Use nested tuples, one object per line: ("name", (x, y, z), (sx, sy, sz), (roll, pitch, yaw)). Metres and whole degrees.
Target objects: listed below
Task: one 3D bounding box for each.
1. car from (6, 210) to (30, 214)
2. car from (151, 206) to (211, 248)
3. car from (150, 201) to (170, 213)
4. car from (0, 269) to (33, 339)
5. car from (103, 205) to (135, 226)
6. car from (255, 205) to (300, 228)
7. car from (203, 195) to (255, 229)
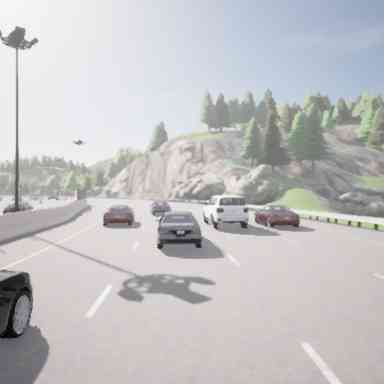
("car", (-17.860, 1.632, 34.464), (1.994, 1.385, 4.181), (0, 0, -12))
("car", (-0.645, 1.564, 14.975), (2.033, 1.411, 5.357), (0, 0, -5))
("car", (-3.262, 1.587, 33.980), (2.033, 1.411, 5.357), (0, 0, -11))
("car", (-3.539, 1.488, 3.553), (1.882, 1.535, 5.008), (0, 0, -1))
("car", (-5.226, 1.598, 24.093), (1.994, 1.385, 4.181), (0, 0, -8))
("car", (5.570, 1.575, 22.365), (1.994, 1.385, 4.181), (0, 0, -7))
("car", (2.116, 1.239, 22.067), (2.150, 2.045, 5.566), (0, 0, -7))
